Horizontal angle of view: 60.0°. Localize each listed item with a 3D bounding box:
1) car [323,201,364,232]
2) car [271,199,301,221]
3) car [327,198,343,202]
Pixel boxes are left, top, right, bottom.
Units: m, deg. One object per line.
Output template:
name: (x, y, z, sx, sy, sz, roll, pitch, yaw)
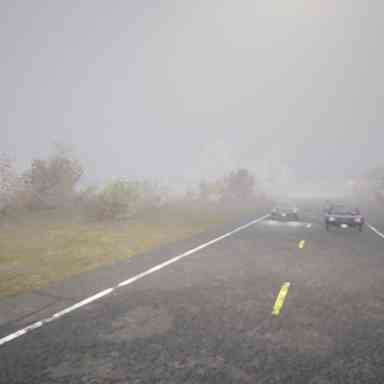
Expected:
car: (8.765, 1.459, 19.367, 1.895, 1.301, 4.718, 1, 1, 22)
car: (7.156, 1.294, 25.047, 1.812, 1.442, 4.674, 1, 1, 21)
car: (13.458, 1.300, 31.417, 2.033, 1.411, 5.357, 1, 1, 22)
